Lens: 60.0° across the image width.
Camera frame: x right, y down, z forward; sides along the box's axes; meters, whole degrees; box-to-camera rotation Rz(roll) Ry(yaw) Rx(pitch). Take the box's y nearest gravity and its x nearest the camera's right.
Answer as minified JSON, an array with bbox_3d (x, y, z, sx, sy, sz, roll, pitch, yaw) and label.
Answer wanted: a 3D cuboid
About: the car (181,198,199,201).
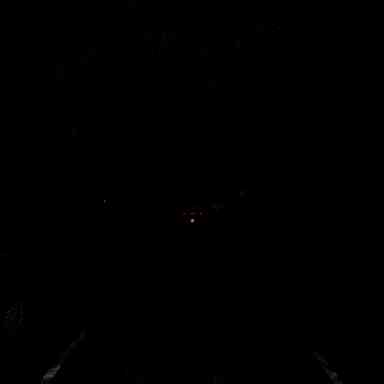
[{"bbox_3d":[-0.441,1.877,71.205,4.181,1.385,1.994,0,0,5],"label":"car"}]

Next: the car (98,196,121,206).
[{"bbox_3d":[-15.609,1.638,62.936,2.097,1.767,4.553,0,0,31],"label":"car"}]

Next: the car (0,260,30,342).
[{"bbox_3d":[-3.609,1.543,3.806,1.812,1.442,4.674,0,0,0],"label":"car"}]

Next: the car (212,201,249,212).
[{"bbox_3d":[4.948,1.787,40.757,4.718,1.301,1.895,0,0,-28],"label":"car"}]

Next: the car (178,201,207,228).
[{"bbox_3d":[0.044,1.598,23.218,2.128,1.511,4.902,0,0,0],"label":"car"}]
